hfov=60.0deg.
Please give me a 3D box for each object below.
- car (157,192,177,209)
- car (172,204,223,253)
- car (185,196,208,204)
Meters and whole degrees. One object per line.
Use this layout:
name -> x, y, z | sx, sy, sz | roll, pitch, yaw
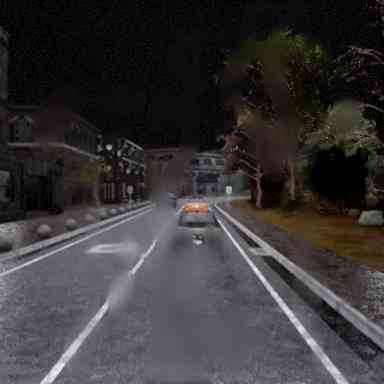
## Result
car -> -3.099, 1.047, 42.192 | 2.150, 2.045, 5.566 | 0, 0, 1
car -> 0.227, 1.481, 13.728 | 2.128, 1.511, 4.902 | 0, 0, 1
car -> 0.408, 1.249, 30.294 | 2.097, 1.767, 4.553 | 0, 0, 1
